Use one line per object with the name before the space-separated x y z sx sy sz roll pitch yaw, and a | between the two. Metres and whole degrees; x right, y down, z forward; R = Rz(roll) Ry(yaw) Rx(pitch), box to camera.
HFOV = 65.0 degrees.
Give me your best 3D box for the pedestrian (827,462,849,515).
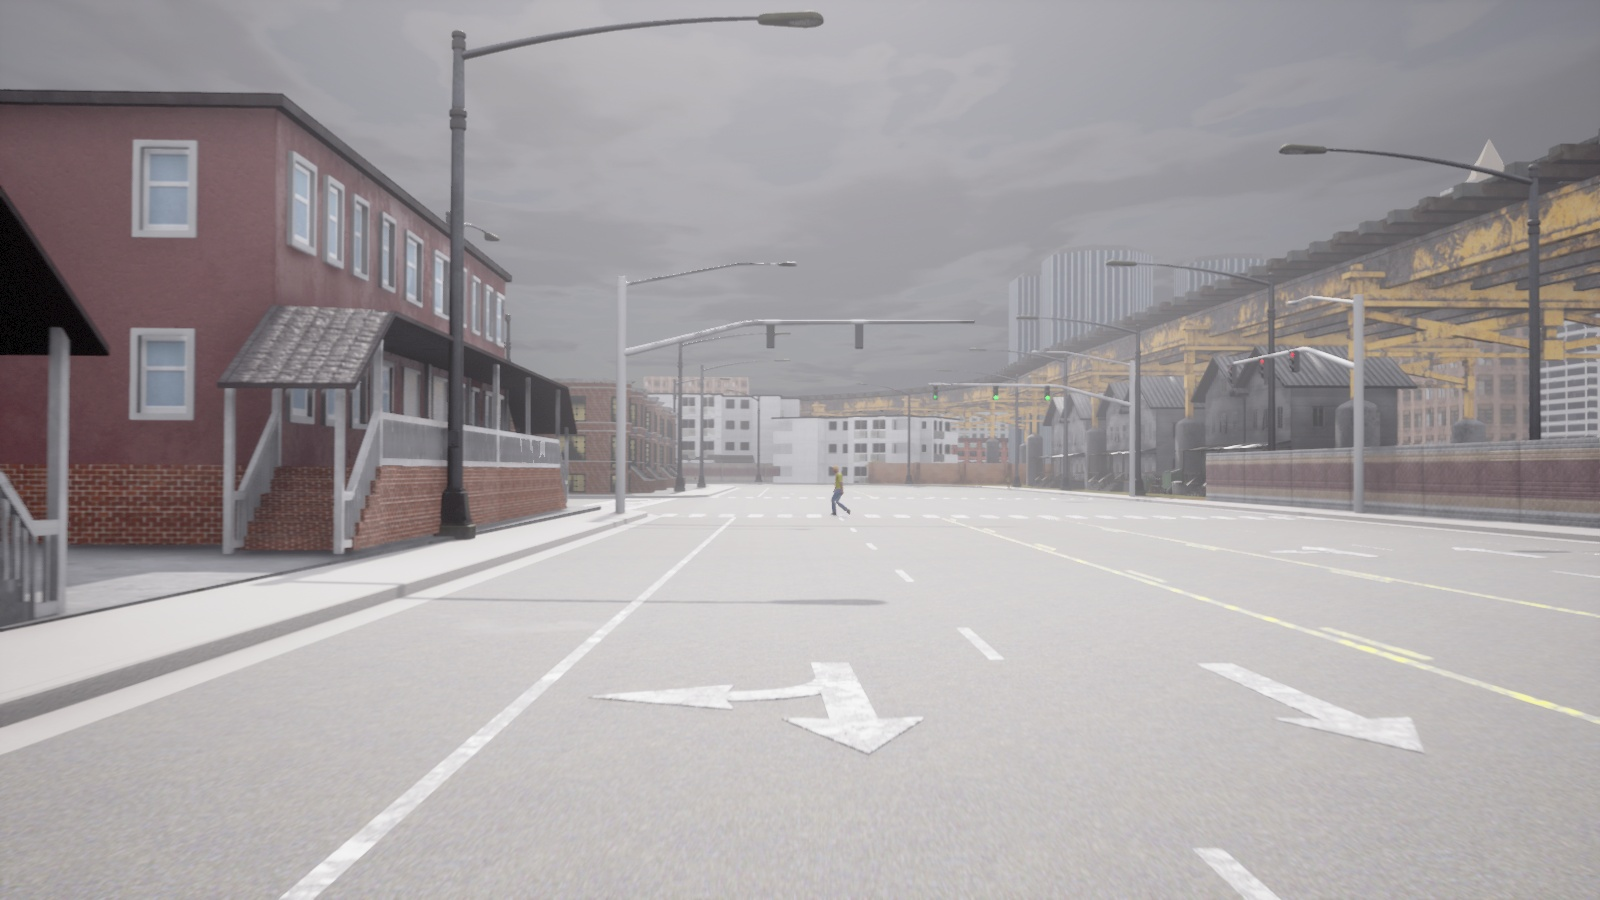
pedestrian | 1.316 1.326 43.709 0.706 1.836 0.354 0 -1 8
